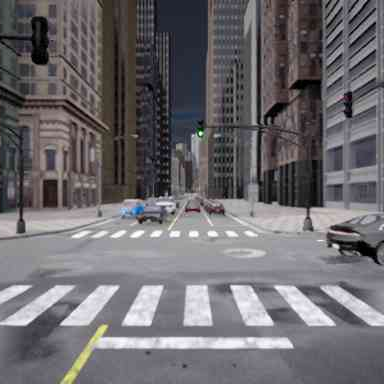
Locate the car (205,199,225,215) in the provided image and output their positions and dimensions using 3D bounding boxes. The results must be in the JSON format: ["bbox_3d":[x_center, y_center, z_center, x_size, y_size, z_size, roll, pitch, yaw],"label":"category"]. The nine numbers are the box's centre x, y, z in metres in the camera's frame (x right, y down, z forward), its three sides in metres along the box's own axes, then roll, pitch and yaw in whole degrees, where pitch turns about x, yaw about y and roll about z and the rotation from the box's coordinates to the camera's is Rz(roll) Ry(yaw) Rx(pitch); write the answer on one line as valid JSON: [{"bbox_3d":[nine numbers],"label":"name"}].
[{"bbox_3d":[2.772,1.870,37.832,1.887,1.381,4.507,0,-1,0],"label":"car"}]

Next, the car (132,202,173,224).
[{"bbox_3d":[-3.064,1.778,27.111,2.033,1.411,5.357,0,0,3],"label":"car"}]

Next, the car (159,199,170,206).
[{"bbox_3d":[-5.781,2.177,70.998,2.008,1.369,4.403,0,-1,0],"label":"car"}]

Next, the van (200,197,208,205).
[{"bbox_3d":[2.759,2.017,76.510,1.690,1.788,3.998,0,-1,0],"label":"van"}]

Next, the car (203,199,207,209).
[{"bbox_3d":[2.770,1.920,43.357,1.887,1.381,4.507,0,-1,0],"label":"car"}]

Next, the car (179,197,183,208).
[{"bbox_3d":[-3.040,2.000,56.523,1.837,1.490,4.892,0,-1,1],"label":"car"}]

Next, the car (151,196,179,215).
[{"bbox_3d":[-3.090,1.557,38.747,2.150,2.045,5.566,0,-1,0],"label":"car"}]

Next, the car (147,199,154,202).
[{"bbox_3d":[-5.783,1.870,37.850,1.887,1.381,4.507,0,-1,0],"label":"car"}]

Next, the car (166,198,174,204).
[{"bbox_3d":[-5.780,2.301,87.402,1.752,1.417,4.829,0,-1,0],"label":"car"}]

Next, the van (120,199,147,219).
[{"bbox_3d":[-5.784,1.617,32.326,1.690,1.788,3.998,0,-1,0],"label":"van"}]

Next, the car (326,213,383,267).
[{"bbox_3d":[6.887,1.450,10.953,4.902,1.511,2.128,-1,-1,-12],"label":"car"}]

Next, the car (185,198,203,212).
[{"bbox_3d":[0.096,1.957,45.338,1.994,1.385,4.181,0,-1,0],"label":"car"}]

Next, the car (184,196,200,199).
[{"bbox_3d":[-0.007,2.083,67.125,2.128,1.511,4.902,0,-1,0],"label":"car"}]

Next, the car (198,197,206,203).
[{"bbox_3d":[2.754,2.268,93.086,1.967,1.590,4.097,0,-1,0],"label":"car"}]

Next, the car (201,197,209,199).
[{"bbox_3d":[2.767,2.002,54.578,1.752,1.417,4.829,0,-1,0],"label":"car"}]
